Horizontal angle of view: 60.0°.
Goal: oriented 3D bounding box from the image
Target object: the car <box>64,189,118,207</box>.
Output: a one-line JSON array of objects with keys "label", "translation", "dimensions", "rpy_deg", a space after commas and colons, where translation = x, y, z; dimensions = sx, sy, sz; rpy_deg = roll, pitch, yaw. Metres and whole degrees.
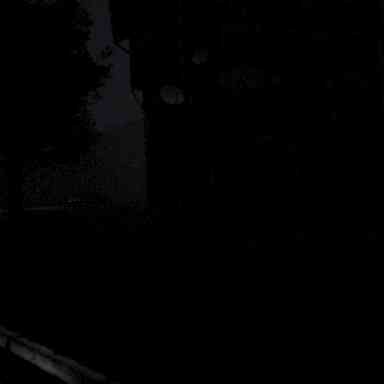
[{"label": "car", "translation": [-10.554, 0.764, 36.017], "dimensions": [2.033, 1.411, 5.357], "rpy_deg": [-3, 1, 34]}]

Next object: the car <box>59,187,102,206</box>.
[{"label": "car", "translation": [-12.838, 0.539, 39.263], "dimensions": [2.150, 2.045, 5.566], "rpy_deg": [-3, 1, 34]}]
